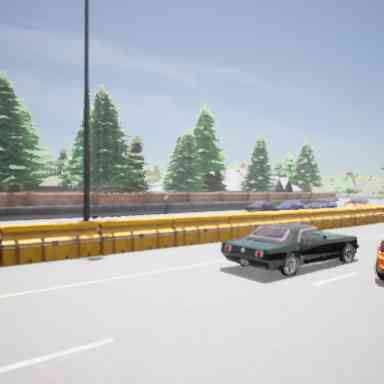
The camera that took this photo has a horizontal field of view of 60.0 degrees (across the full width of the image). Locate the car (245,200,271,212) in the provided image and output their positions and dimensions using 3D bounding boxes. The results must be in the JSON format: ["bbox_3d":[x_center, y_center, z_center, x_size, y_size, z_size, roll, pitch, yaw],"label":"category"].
[{"bbox_3d":[8.945,1.762,41.794,5.357,1.411,2.033,0,0,-42],"label":"car"}]

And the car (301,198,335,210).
[{"bbox_3d":[14.767,1.530,37.702,4.553,1.767,2.097,0,0,-43],"label":"car"}]

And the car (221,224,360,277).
[{"bbox_3d":[3.254,1.654,10.456,4.718,1.301,1.895,0,0,-36],"label":"car"}]

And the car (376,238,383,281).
[{"bbox_3d":[6.826,1.386,8.721,4.553,1.767,2.097,0,0,-36],"label":"car"}]

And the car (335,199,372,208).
[{"bbox_3d":[17.513,1.511,35.475,4.553,1.767,2.097,0,0,-43],"label":"car"}]

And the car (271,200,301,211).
[{"bbox_3d":[11.852,1.722,39.757,4.674,1.442,1.812,0,-1,-43],"label":"car"}]
